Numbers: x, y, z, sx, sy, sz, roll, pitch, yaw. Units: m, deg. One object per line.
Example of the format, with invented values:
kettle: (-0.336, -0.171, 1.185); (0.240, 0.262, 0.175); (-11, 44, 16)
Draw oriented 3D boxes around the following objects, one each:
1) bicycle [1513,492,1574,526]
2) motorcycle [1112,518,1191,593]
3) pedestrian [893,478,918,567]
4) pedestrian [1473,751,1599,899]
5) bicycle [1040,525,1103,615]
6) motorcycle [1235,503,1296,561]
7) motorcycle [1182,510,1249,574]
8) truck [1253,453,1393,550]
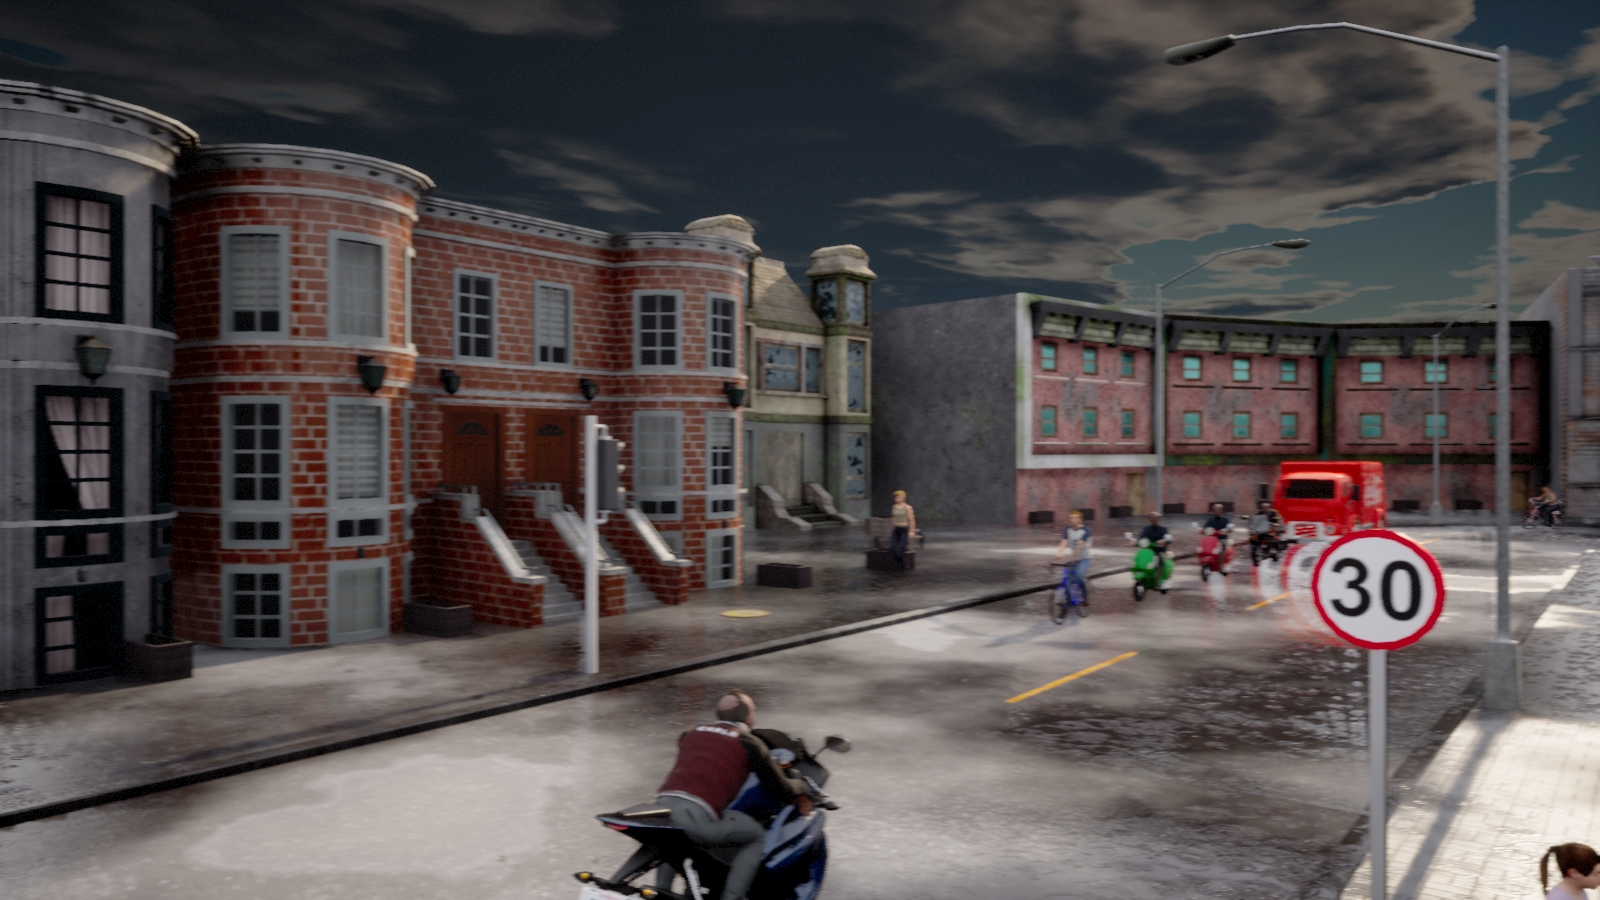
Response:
bicycle: (25.485, 2.009, 39.172); (1.487, 1.080, 0.859); (0, 2, -1)
motorcycle: (6.653, 1.953, 21.566); (0.856, 1.236, 1.805); (0, 0, 37)
pedestrian: (2.224, 1.520, 24.103); (0.375, 1.860, 0.375); (0, 0, 44)
pedestrian: (3.129, 1.893, 4.753); (0.500, 1.100, 0.500); (0, 0, 38)
bicycle: (4.447, 1.930, 18.661); (0.373, 1.296, 1.643); (0, 0, 37)
motorcycle: (11.375, 1.971, 27.879); (0.867, 1.251, 2.209); (0, 0, 37)
motorcycle: (8.945, 1.950, 24.576); (0.856, 1.236, 1.805); (0, 0, 37)
truck: (14.825, 1.330, 32.202); (2.627, 2.467, 5.204); (0, 0, 36)
